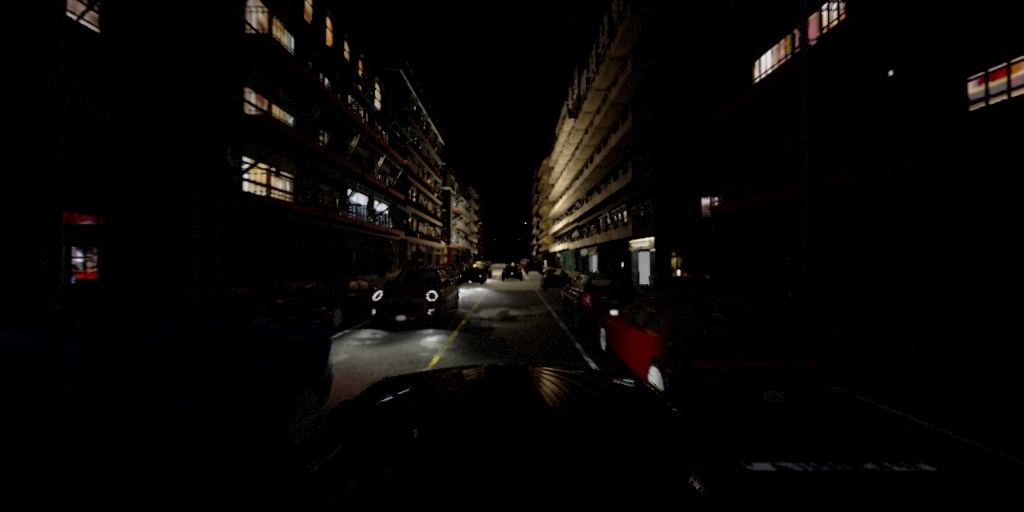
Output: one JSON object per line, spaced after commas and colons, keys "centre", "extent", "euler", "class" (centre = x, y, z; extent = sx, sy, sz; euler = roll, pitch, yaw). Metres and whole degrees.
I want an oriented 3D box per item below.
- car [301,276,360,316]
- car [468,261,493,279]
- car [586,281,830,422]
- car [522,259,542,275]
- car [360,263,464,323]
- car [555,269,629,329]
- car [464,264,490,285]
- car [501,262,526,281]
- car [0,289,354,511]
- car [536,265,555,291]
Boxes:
{"centre": [-5.691, 1.353, 11.452], "extent": [1.888, 1.381, 4.507], "euler": [0, 0, 0], "class": "car"}
{"centre": [-3.007, 1.522, 36.035], "extent": [1.994, 1.385, 4.181], "euler": [0, 0, 0], "class": "car"}
{"centre": [2.691, 1.320, 5.916], "extent": [1.888, 1.381, 4.507], "euler": [0, 0, 0], "class": "car"}
{"centre": [2.686, 1.325, 44.580], "extent": [2.192, 1.841, 5.009], "euler": [0, 0, 0], "class": "car"}
{"centre": [-3.100, 1.168, 12.262], "extent": [2.097, 1.767, 4.553], "euler": [0, -1, 0], "class": "car"}
{"centre": [2.690, 1.248, 11.440], "extent": [1.967, 1.591, 4.097], "euler": [0, 0, 0], "class": "car"}
{"centre": [-3.005, 1.553, 28.129], "extent": [1.895, 1.301, 4.718], "euler": [0, 0, 0], "class": "car"}
{"centre": [0.016, 1.504, 33.243], "extent": [1.994, 1.385, 4.181], "euler": [0, 0, 0], "class": "car"}
{"centre": [-3.099, 1.231, 2.318], "extent": [1.882, 1.535, 5.008], "euler": [0, 0, 0], "class": "car"}
{"centre": [2.688, 1.457, 22.486], "extent": [1.802, 1.307, 4.207], "euler": [0, 0, 0], "class": "car"}
